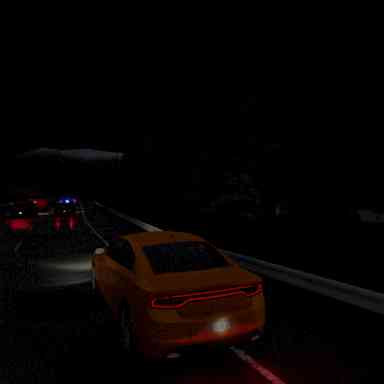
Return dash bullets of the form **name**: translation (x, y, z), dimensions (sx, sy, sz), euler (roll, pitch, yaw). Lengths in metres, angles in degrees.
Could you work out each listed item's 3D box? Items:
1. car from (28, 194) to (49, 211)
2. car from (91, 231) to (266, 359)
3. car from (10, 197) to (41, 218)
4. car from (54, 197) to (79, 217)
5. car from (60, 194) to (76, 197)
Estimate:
- **car**: translation (-18.581, 1.221, 40.023), dimensions (2.150, 2.045, 5.566), euler (0, 0, -19)
- **car**: translation (-0.677, 1.478, 6.302), dimensions (1.882, 1.535, 5.008), euler (0, 0, -25)
- **car**: translation (-15.157, 1.505, 30.132), dimensions (1.837, 1.490, 4.892), euler (0, 0, -19)
- **car**: translation (-11.984, 1.492, 31.525), dimensions (2.128, 1.511, 4.902), euler (0, 0, -19)
- **car**: translation (-15.418, 1.221, 41.420), dimensions (2.150, 2.045, 5.566), euler (0, 0, -18)
